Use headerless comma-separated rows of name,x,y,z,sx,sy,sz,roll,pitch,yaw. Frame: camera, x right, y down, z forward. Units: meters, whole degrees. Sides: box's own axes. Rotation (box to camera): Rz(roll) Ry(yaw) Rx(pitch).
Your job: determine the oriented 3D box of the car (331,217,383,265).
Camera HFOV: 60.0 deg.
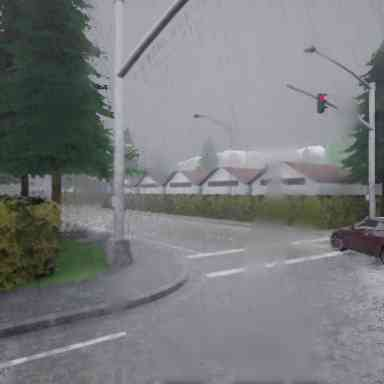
car,6.527,1.557,11.133,1.812,1.442,4.674,1,0,-6
